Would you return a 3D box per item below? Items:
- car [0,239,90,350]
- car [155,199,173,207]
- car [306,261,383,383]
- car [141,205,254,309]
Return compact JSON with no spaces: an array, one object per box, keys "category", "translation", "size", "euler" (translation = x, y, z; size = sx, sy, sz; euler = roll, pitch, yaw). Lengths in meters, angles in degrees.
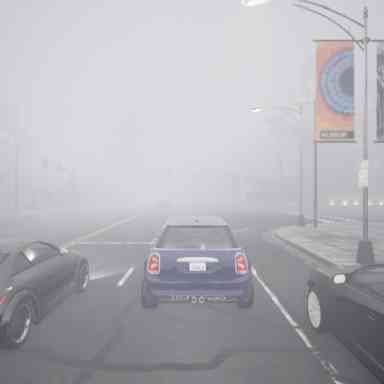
[{"category":"car","translation":[-3.401,1.563,6.224],"size":[1.994,1.385,4.181],"euler":[0,0,0]},{"category":"car","translation":[-3.407,1.542,41.005],"size":[2.033,1.411,5.357],"euler":[0,0,0]},{"category":"car","translation":[2.900,1.479,3.761],"size":[2.097,1.535,5.008],"euler":[0,0,0]},{"category":"car","translation":[0.099,1.351,8.044],"size":[2.097,1.767,4.553],"euler":[0,0,0]}]
